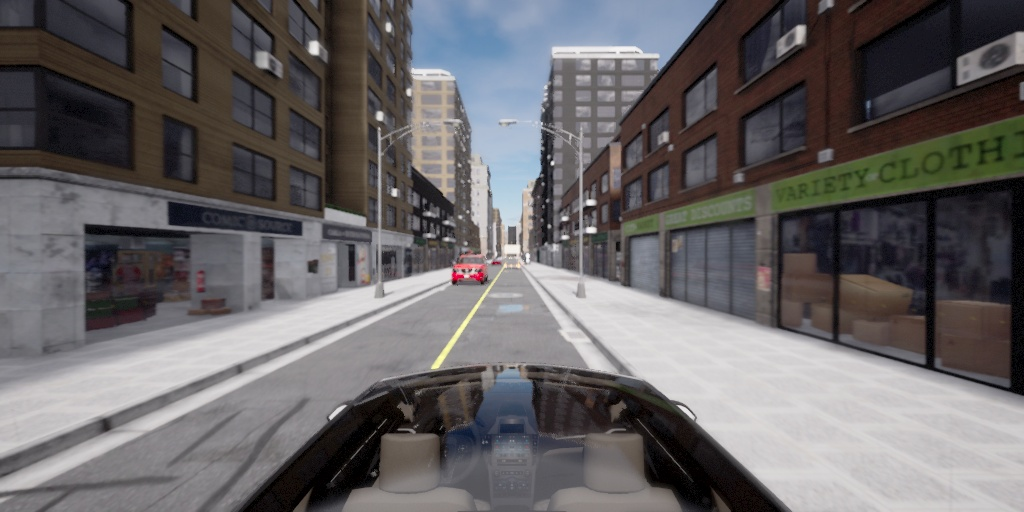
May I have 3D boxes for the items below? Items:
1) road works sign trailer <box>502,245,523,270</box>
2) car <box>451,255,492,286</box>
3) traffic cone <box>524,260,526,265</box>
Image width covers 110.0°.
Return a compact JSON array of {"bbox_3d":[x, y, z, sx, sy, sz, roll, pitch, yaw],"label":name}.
[{"bbox_3d":[0.010,0.090,50.989,2.380,3.560,2.880,0,0,0],"label":"road works sign trailer"},{"bbox_3d":[-2.843,0.919,25.233,2.150,2.045,5.566,0,0,0],"label":"car"},{"bbox_3d":[1.883,1.382,63.989,0.340,0.580,0.340,0,0,2],"label":"traffic cone"}]
